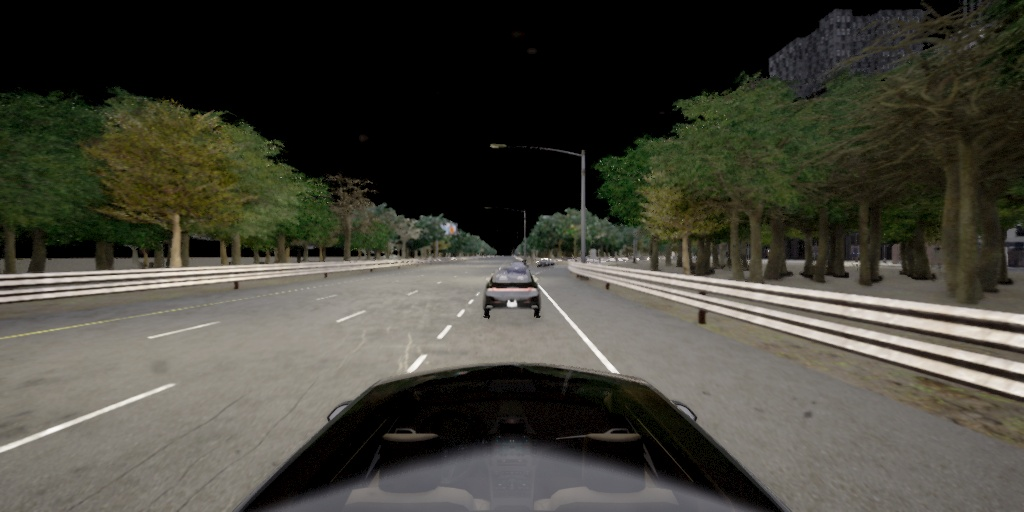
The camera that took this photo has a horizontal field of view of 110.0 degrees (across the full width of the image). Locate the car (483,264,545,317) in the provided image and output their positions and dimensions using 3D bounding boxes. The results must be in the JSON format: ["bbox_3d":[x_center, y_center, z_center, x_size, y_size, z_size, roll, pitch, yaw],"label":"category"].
[{"bbox_3d":[0.001,1.207,12.958,2.128,1.511,4.902,0,0,0],"label":"car"}]

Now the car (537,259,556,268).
[{"bbox_3d":[5.508,1.182,56.345,1.895,1.301,4.718,0,0,21],"label":"car"}]

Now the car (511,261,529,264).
[{"bbox_3d":[0.771,1.206,36.931,1.994,1.385,4.181,0,0,7],"label":"car"}]
